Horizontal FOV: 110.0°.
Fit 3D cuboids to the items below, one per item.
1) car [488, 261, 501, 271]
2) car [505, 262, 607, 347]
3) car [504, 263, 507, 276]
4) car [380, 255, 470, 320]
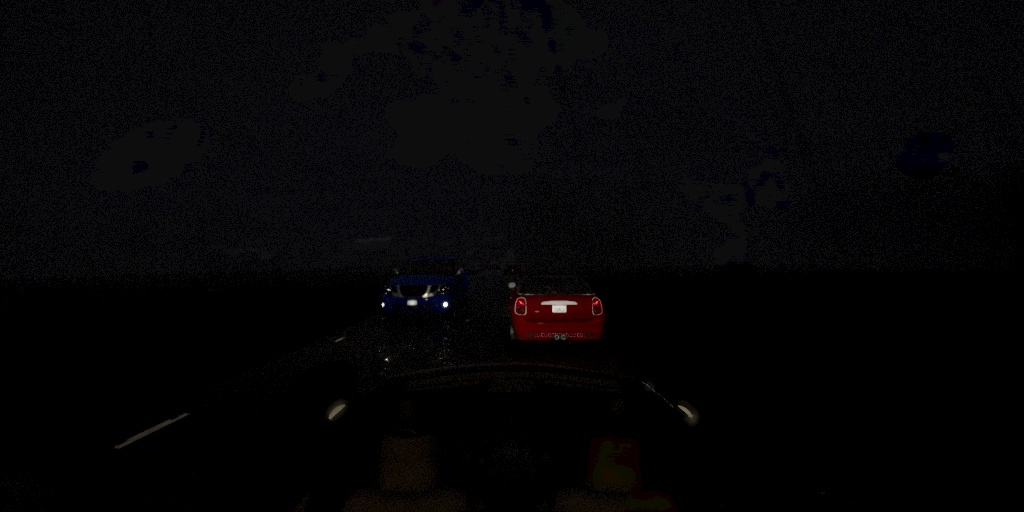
[{"bbox_3d":[-2.791,1.569,57.852,1.882,1.535,5.008,0,-1,0],"label":"car"},{"bbox_3d":[0.967,1.107,9.453,2.097,1.767,4.553,0,0,0],"label":"car"},{"bbox_3d":[0.106,1.350,39.158,1.882,1.535,5.008,0,-1,1],"label":"car"},{"bbox_3d":[-2.841,0.984,12.979,2.150,2.045,5.566,0,0,0],"label":"car"}]
